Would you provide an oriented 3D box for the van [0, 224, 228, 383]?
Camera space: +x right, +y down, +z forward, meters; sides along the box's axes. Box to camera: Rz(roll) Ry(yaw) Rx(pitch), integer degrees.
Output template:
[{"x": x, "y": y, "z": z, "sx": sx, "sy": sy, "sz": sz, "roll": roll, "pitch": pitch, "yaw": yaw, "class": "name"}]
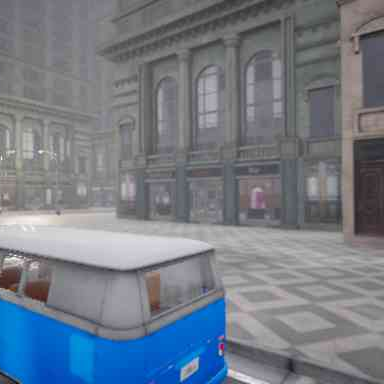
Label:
[{"x": -1.528, "y": 1.360, "z": 4.070, "sx": 3.998, "sy": 1.788, "sz": 1.690, "roll": 0, "pitch": 0, "yaw": 35, "class": "van"}]
